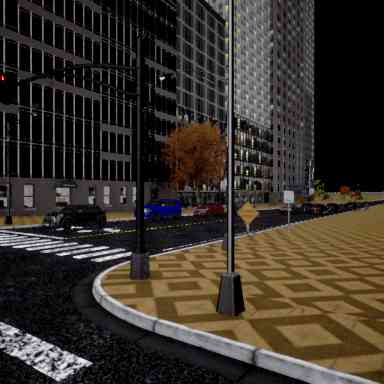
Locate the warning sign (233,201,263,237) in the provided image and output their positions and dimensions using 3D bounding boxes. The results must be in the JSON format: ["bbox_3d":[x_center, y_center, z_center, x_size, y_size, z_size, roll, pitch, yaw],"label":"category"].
[{"bbox_3d":[3.127,1.454,18.553,1.300,1.860,1.060,1,1,33],"label":"warning sign"}]

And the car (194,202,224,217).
[{"bbox_3d":[2.089,1.995,40.403,2.097,1.767,4.553,0,-1,33],"label":"car"}]

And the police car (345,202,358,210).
[{"bbox_3d":[31.544,2.738,65.819,1.930,1.638,5.238,0,-1,33],"label":"police car"}]

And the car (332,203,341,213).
[{"bbox_3d":[23.125,2.574,54.687,1.837,1.490,4.892,0,-1,33],"label":"car"}]

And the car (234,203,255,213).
[{"bbox_3d":[7.589,2.371,48.861,2.033,1.411,5.357,0,-1,33],"label":"car"}]

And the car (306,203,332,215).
[{"bbox_3d":[17.724,2.399,46.298,1.837,1.490,4.892,0,-1,33],"label":"car"}]

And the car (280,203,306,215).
[{"bbox_3d":[13.854,2.402,46.388,2.033,1.411,5.357,0,-1,33],"label":"car"}]

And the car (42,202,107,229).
[{"bbox_3d":[-8.428,1.648,24.099,2.097,1.767,4.553,0,-1,33],"label":"car"}]

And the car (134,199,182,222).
[{"bbox_3d":[-3.154,1.692,32.277,2.150,2.045,5.566,0,-1,33],"label":"car"}]

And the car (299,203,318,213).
[{"bbox_3d":[19.171,2.533,54.726,1.837,1.490,4.892,0,-1,33],"label":"car"}]
